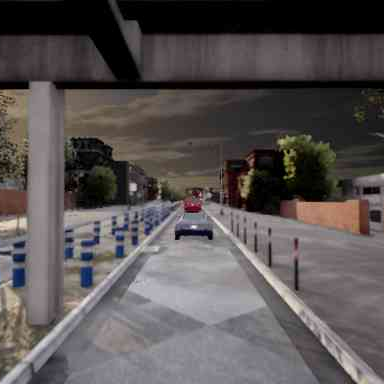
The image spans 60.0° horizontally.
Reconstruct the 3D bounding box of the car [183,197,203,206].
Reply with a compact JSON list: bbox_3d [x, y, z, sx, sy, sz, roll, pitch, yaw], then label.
[{"bbox_3d":[0.092,1.659,41.753,2.150,2.045,5.566,0,-1,0],"label":"car"}]

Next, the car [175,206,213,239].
[{"bbox_3d":[0.096,1.694,18.229,1.994,1.385,4.181,0,-1,0],"label":"car"}]
